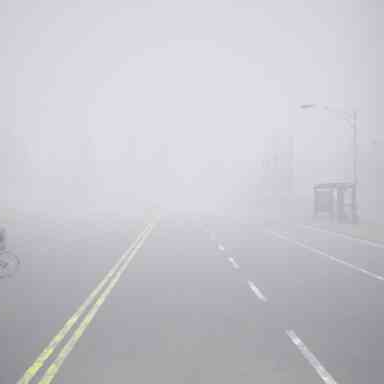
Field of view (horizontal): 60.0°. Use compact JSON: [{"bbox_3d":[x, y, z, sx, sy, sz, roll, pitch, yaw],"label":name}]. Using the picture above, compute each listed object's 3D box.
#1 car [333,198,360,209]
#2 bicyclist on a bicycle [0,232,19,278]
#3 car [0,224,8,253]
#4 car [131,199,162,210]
[{"bbox_3d":[17.705,1.422,40.246,4.902,1.511,2.128,0,0,-2],"label":"car"},{"bbox_3d":[-5.300,1.454,8.397,1.656,1.620,0.582,-2,-5,-36],"label":"bicyclist on a bicycle"},{"bbox_3d":[-7.520,1.522,10.322,1.812,1.442,4.674,0,0,-3],"label":"car"},{"bbox_3d":[-5.836,1.560,41.835,1.895,1.301,4.718,0,0,-39],"label":"car"}]
